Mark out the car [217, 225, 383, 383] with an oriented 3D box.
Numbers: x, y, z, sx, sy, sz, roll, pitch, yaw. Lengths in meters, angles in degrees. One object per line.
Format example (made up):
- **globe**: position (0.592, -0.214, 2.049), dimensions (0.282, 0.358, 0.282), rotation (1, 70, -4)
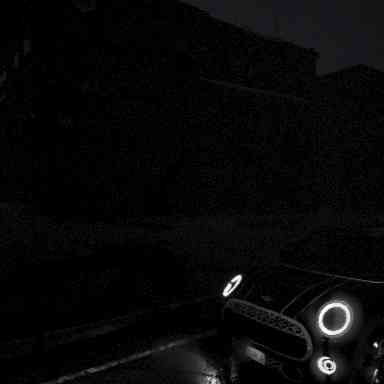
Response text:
- **car**: position (2.570, 1.377, 5.330), dimensions (4.553, 1.767, 2.097), rotation (1, 0, -36)
